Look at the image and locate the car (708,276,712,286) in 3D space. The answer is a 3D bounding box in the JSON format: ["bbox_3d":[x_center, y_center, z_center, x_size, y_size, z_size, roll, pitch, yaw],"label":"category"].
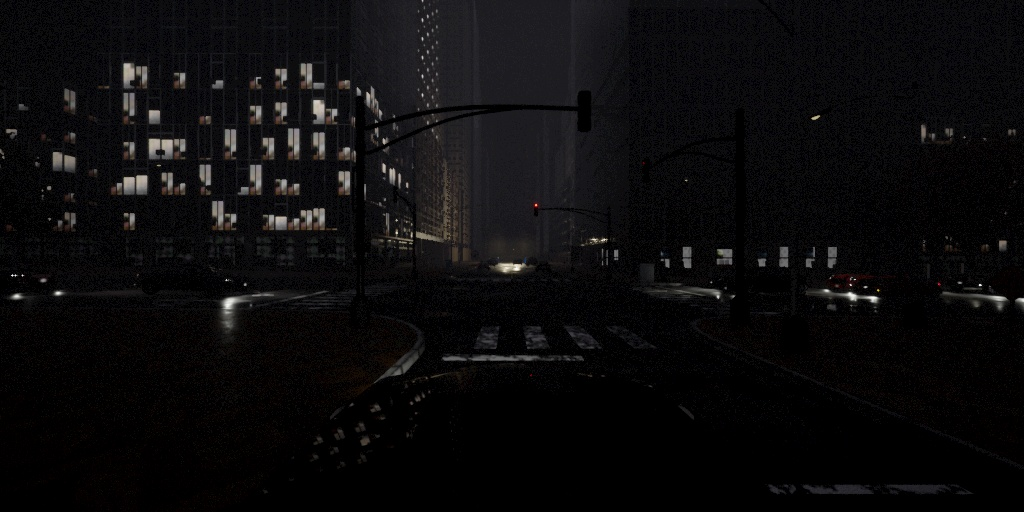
[{"bbox_3d":[16.199,1.591,25.052,4.674,1.442,1.812,1,0,-3],"label":"car"}]

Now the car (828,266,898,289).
[{"bbox_3d":[25.241,1.580,25.465,4.553,1.767,2.097,1,0,-3],"label":"car"}]

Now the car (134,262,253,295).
[{"bbox_3d":[-14.942,1.026,16.919,4.674,1.442,1.812,1,0,-1],"label":"car"}]

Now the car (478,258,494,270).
[{"bbox_3d":[-4.000,1.343,51.695,1.802,1.307,4.207,0,0,0],"label":"car"}]

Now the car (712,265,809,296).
[{"bbox_3d":[15.151,1.400,21.751,4.553,1.767,2.097,1,0,-3],"label":"car"}]

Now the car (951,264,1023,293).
[{"bbox_3d":[34.985,1.624,25.905,5.566,2.045,2.150,1,0,-2],"label":"car"}]

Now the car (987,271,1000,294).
[{"bbox_3d":[34.036,1.934,22.614,5.357,1.411,2.033,1,0,-3],"label":"car"}]

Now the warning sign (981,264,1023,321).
[{"bbox_3d":[17.281,1.204,12.389,1.060,1.860,1.300,0,0,-3],"label":"warning sign"}]

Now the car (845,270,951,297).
[{"bbox_3d":[23.737,1.766,22.147,4.181,1.385,1.994,1,0,-3],"label":"car"}]

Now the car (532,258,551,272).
[{"bbox_3d":[3.950,1.329,46.198,1.948,1.339,4.313,0,0,0],"label":"car"}]

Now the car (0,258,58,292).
[{"bbox_3d":[-24.157,0.823,16.496,4.902,1.511,2.128,1,0,-3],"label":"car"}]
